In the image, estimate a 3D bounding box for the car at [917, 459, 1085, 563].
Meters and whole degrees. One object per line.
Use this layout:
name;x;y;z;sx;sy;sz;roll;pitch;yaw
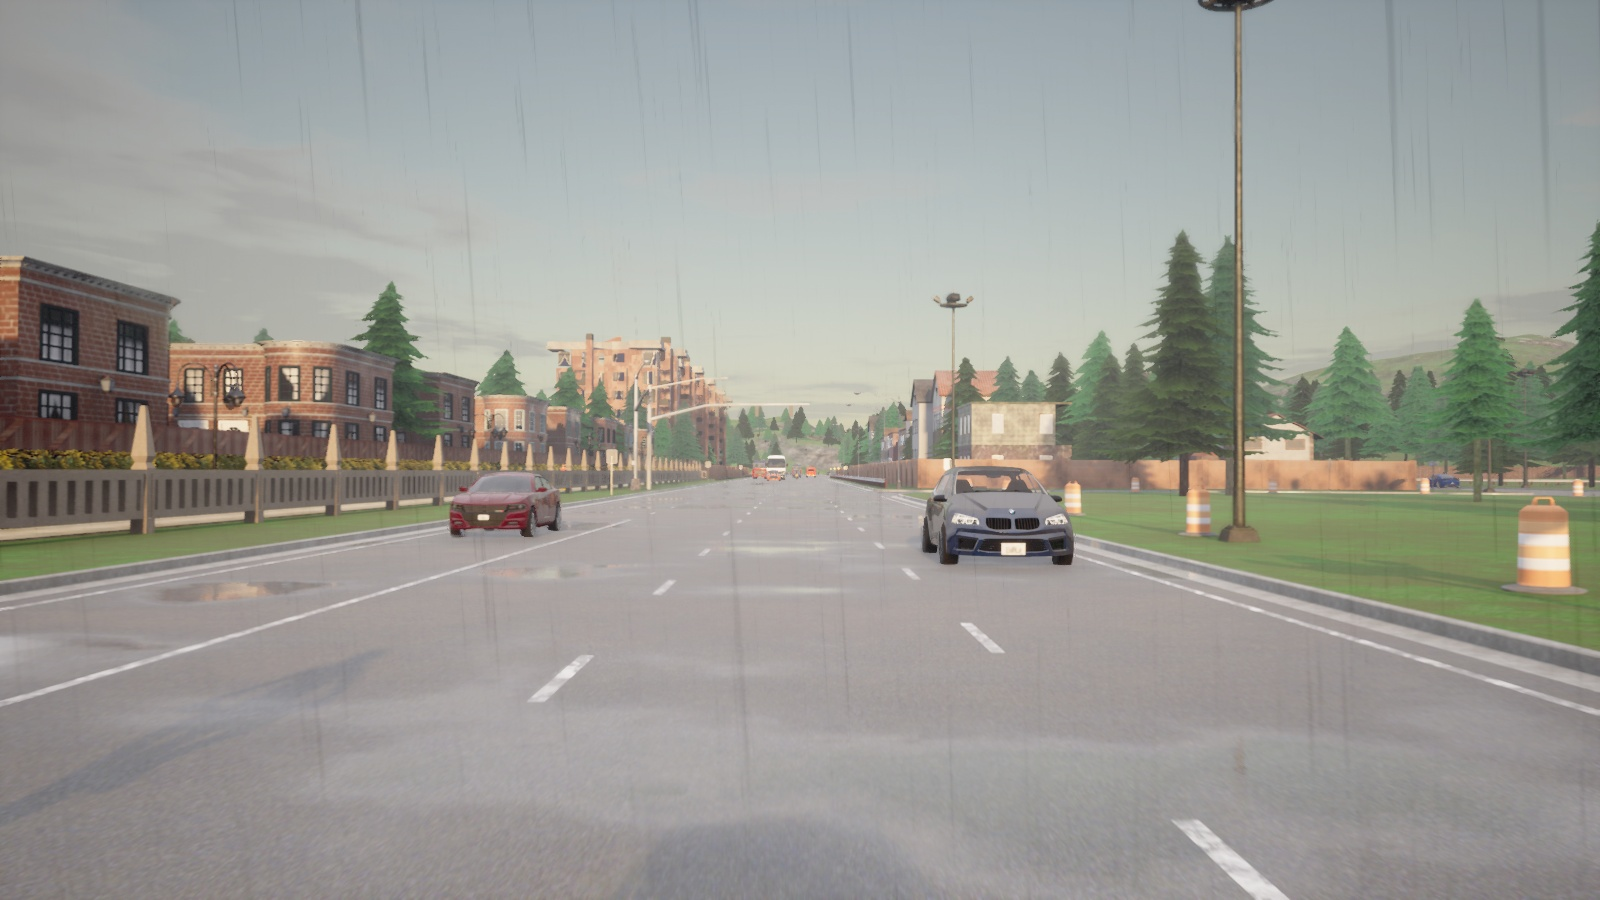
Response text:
car;3.445;1.022;22.482;2.242;1.667;4.611;0;-1;0

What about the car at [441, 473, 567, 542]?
car;-7.074;1.332;30.537;1.882;1.535;5.008;0;-1;0
